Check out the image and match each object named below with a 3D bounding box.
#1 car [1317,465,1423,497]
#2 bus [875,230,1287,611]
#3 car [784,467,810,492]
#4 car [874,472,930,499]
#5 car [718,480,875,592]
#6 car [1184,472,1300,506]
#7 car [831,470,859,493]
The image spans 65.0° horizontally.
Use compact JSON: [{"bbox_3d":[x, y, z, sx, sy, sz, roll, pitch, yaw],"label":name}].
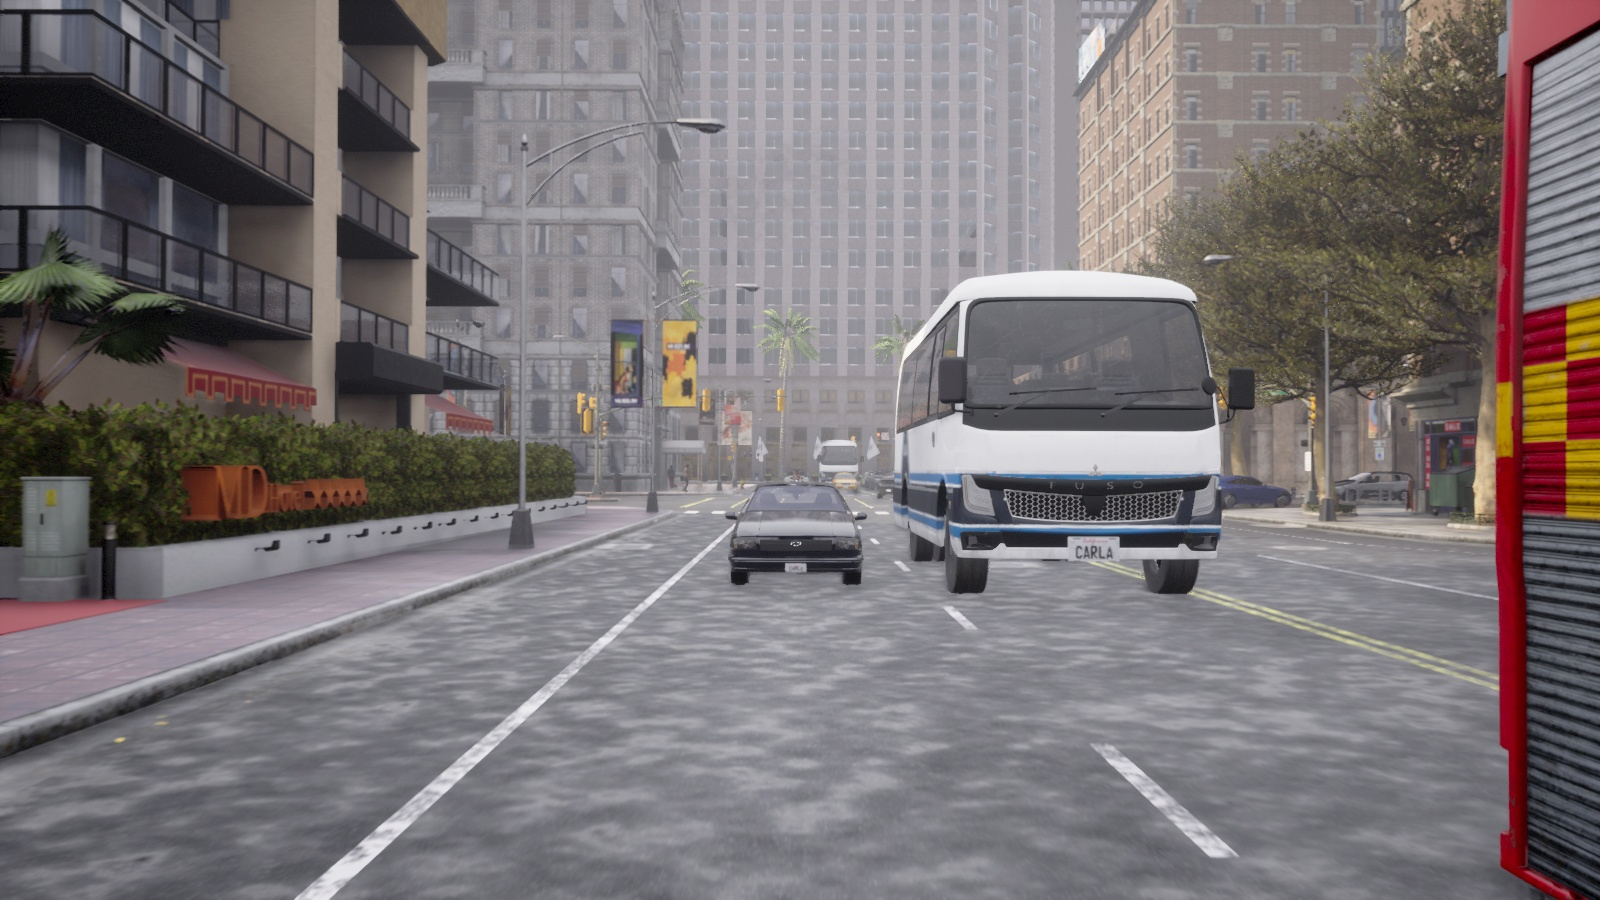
[{"bbox_3d":[30.457,1.662,67.180,4.611,1.667,2.242,0,-1,1],"label":"car"},{"bbox_3d":[3.447,-0.254,19.190,3.944,4.253,10.273,0,-1,0],"label":"bus"},{"bbox_3d":[-0.234,2.194,93.119,1.932,1.855,4.605,0,-2,0],"label":"car"},{"bbox_3d":[5.914,2.007,72.336,1.837,1.490,4.892,0,-1,22],"label":"car"},{"bbox_3d":[-0.047,1.180,18.978,2.033,1.411,5.357,0,-1,0],"label":"car"},{"bbox_3d":[19.481,1.689,55.369,4.674,1.442,1.812,0,-1,-19],"label":"car"},{"bbox_3d":[3.268,2.284,92.288,1.801,1.575,5.366,0,-1,0],"label":"car"}]
